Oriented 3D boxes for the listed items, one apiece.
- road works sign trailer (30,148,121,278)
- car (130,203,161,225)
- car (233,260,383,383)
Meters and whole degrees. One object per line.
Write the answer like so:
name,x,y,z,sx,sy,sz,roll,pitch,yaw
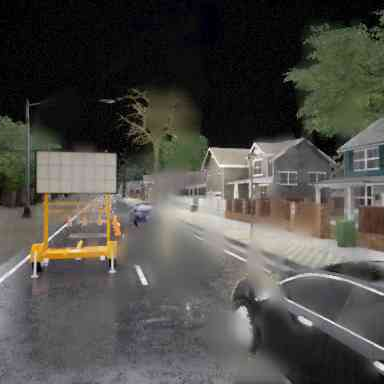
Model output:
road works sign trailer,-3.546,0.466,10.380,2.380,3.560,2.880,0,0,-15
car,-3.406,1.535,23.944,1.812,1.442,4.674,0,0,-15
car,1.989,1.504,3.504,1.837,1.490,4.892,0,0,-15
